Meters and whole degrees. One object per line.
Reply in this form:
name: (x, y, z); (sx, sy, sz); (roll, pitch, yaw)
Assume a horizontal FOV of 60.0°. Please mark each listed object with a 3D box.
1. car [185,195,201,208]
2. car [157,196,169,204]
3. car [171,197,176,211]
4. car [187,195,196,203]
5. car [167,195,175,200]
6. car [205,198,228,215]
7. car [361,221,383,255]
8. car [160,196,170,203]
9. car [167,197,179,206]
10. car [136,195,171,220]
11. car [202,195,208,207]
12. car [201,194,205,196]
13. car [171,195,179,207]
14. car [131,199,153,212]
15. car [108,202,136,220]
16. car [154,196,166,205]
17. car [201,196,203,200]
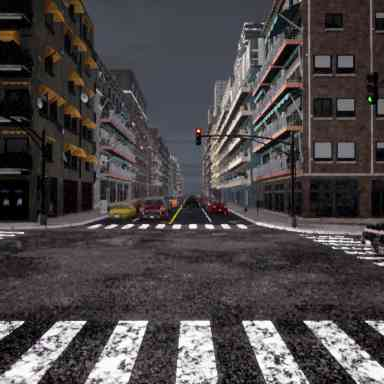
car: (-0.025, 1.490, 48.204); (1.882, 1.535, 5.008); (0, 0, 0)
car: (-5.856, 1.572, 66.652); (2.008, 1.369, 4.403); (1, 0, 0)
car: (-3.198, 1.557, 37.561); (2.033, 1.411, 5.357); (0, 0, 0)
car: (-0.080, 1.530, 69.835); (1.837, 1.490, 4.892); (0, 1, 0)
car: (-5.926, 1.587, 94.268); (2.008, 1.369, 4.403); (1, 0, 0)
car: (2.611, 1.553, 33.518); (1.887, 1.381, 4.507); (1, 0, 0)
car: (8.577, 1.625, 11.670); (4.902, 1.511, 2.128); (1, -1, -1)
car: (-5.870, 1.568, 72.175); (1.887, 1.381, 4.507); (1, 0, 0)
car: (-3.209, 1.617, 57.209); (1.895, 1.301, 4.718); (0, 0, 0)
car: (-3.147, 1.359, 28.069); (2.097, 1.767, 4.553); (0, 0, -1)
car: (2.598, 1.450, 39.042); (1.967, 1.590, 4.097); (1, 0, 0)
car: (2.789, 1.380, 81.831); (2.097, 1.767, 4.553); (0, 0, 0)
car: (-3.213, 1.365, 47.350); (2.097, 1.767, 4.553); (0, 0, 0)
car: (-5.784, 1.555, 39.034); (1.887, 1.381, 4.507); (1, 0, 0)
car: (-5.754, 1.532, 27.818); (1.752, 1.417, 4.829); (1, 0, 0)
car: (-5.841, 1.544, 60.958); (1.752, 1.417, 4.829); (1, 0, 0)
car: (2.568, 1.596, 50.089); (1.802, 1.307, 4.206); (1, 0, 0)
